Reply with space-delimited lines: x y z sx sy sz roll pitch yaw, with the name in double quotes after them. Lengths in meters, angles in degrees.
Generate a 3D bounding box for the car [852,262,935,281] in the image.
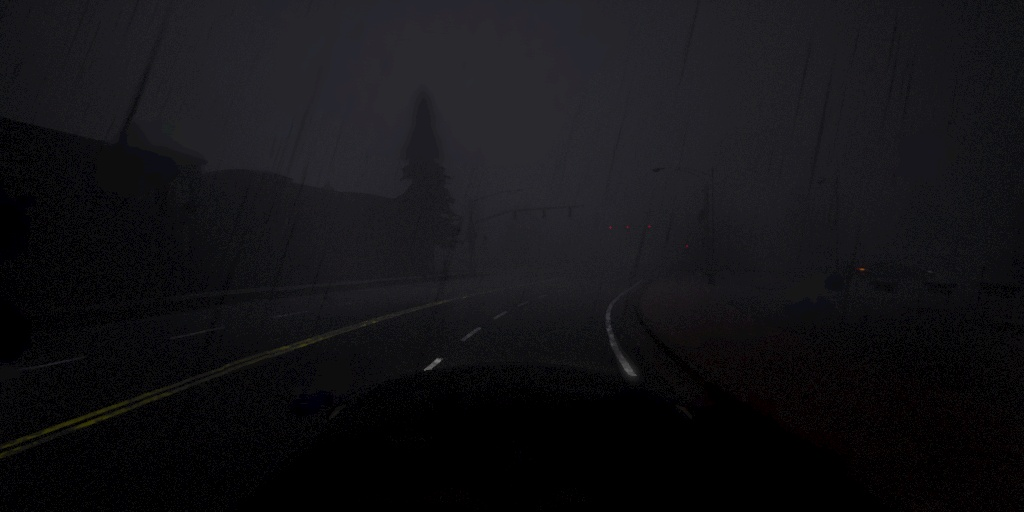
30.505 1.208 28.835 4.674 1.442 1.812 0 0 25 "car"
